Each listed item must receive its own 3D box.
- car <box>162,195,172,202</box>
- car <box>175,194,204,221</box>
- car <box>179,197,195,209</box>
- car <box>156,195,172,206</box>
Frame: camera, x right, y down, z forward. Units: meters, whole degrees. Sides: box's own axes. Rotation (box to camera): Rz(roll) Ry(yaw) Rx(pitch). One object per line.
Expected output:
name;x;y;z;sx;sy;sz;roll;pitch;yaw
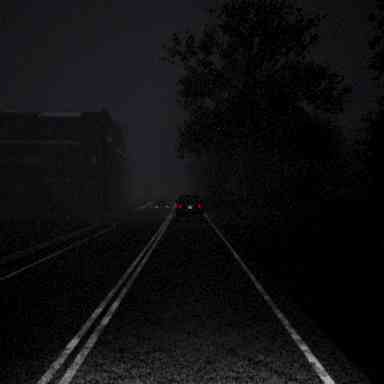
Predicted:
car;-5.041;1.269;66.496;1.895;1.301;4.718;0;1;-3
car;-0.204;1.202;26.754;2.150;2.045;5.566;0;0;-1
car;-0.786;1.454;46.379;2.033;1.411;5.357;0;0;-2
car;-4.382;1.375;50.477;1.837;1.490;4.892;0;1;-2
